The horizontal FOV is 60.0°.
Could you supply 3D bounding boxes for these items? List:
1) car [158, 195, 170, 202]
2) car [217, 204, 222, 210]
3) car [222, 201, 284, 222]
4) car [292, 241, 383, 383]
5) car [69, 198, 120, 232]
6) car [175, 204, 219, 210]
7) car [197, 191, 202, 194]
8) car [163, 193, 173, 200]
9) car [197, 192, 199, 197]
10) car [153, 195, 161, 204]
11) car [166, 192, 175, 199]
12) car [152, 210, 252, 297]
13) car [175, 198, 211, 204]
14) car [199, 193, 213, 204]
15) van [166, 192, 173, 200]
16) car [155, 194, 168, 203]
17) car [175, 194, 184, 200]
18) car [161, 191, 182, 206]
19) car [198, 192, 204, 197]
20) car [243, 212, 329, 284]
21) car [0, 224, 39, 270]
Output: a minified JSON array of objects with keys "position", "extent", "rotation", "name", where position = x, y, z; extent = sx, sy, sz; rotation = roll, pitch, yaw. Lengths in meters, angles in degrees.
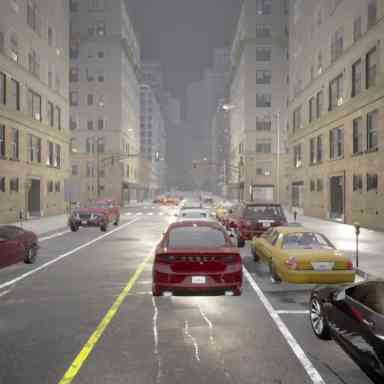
[{"position":[-5.754,1.292,68.798],"extent":[1.887,1.381,4.507],"rotation":[1,0,0],"name":"car"},{"position":[2.767,1.558,20.285],"extent":[1.802,1.307,4.206],"rotation":[0,0,0],"name":"car"},{"position":[2.767,1.302,14.734],"extent":[2.192,1.841,5.009],"rotation":[0,0,0],"name":"car"},{"position":[2.765,1.566,3.628],"extent":[1.947,1.339,4.313],"rotation":[0,0,0],"name":"car"},{"position":[-5.757,1.291,20.292],"extent":[2.192,1.841,5.009],"rotation":[0,0,0],"name":"car"},{"position":[0.099,1.510,16.191],"extent":[1.812,1.442,4.674],"rotation":[0,0,0],"name":"car"},{"position":[2.774,1.024,90.483],"extent":[1.967,1.590,4.097],"rotation":[1,0,0],"name":"car"},{"position":[-5.752,1.108,79.644],"extent":[1.967,1.590,4.097],"rotation":[1,0,0],"name":"car"},{"position":[2.772,1.250,79.639],"extent":[1.802,1.307,4.206],"rotation":[1,0,0],"name":"car"},{"position":[-5.755,1.361,57.951],"extent":[1.887,1.381,4.507],"rotation":[0,0,0],"name":"car"},{"position":[-5.750,0.899,90.488],"extent":[2.192,1.841,5.009],"rotation":[1,0,0],"name":"car"},{"position":[0.073,1.473,8.640],"extent":[1.882,1.535,5.008],"rotation":[0,0,-1],"name":"car"},{"position":[0.074,1.454,25.333],"extent":[2.128,1.511,4.902],"rotation":[0,0,0],"name":"car"},{"position":[2.770,1.367,57.943],"extent":[2.008,1.369,4.403],"rotation":[0,0,0],"name":"car"},{"position":[-5.750,0.968,85.066],"extent":[1.690,1.788,3.998],"rotation":[1,0,0],"name":"van"},{"position":[-5.753,1.224,63.374],"extent":[1.967,1.590,4.097],"rotation":[1,0,0],"name":"car"},{"position":[-2.998,1.184,80.786],"extent":[1.812,1.442,4.674],"rotation":[0,0,0],"name":"car"},{"position":[-3.147,1.204,51.783],"extent":[2.097,1.767,4.553],"rotation":[0,0,2],"name":"car"},{"position":[2.772,1.271,68.959],"extent":[1.752,1.417,4.829],"rotation":[1,0,0],"name":"car"},{"position":[2.766,1.520,9.349],"extent":[1.752,1.417,4.829],"rotation":[0,0,0],"name":"car"},{"position":[-5.760,1.577,9.187],"extent":[1.802,1.307,4.206],"rotation":[0,0,0],"name":"car"}]
